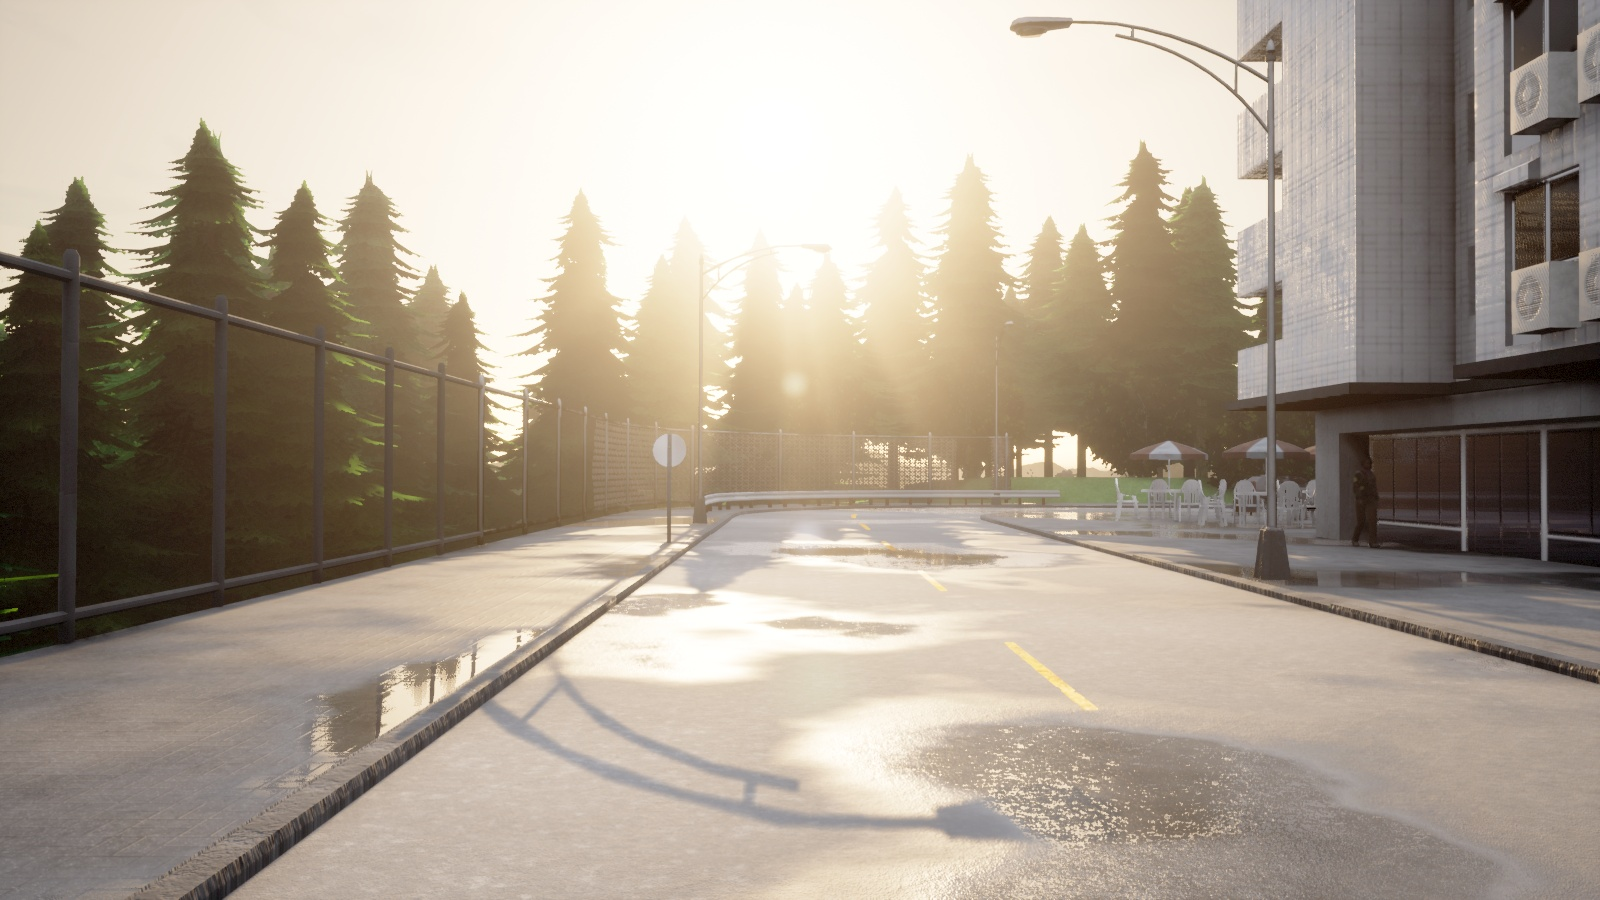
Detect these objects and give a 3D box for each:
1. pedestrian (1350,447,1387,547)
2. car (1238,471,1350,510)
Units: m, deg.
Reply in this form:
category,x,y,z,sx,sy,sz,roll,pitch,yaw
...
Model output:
category,x,y,z,sx,sy,sz,roll,pitch,yaw
pedestrian,11.171,0.911,24.703,0.395,1.930,0.692,0,-1,0
car,19.259,1.573,49.041,3.633,1.501,1.845,0,-1,0
